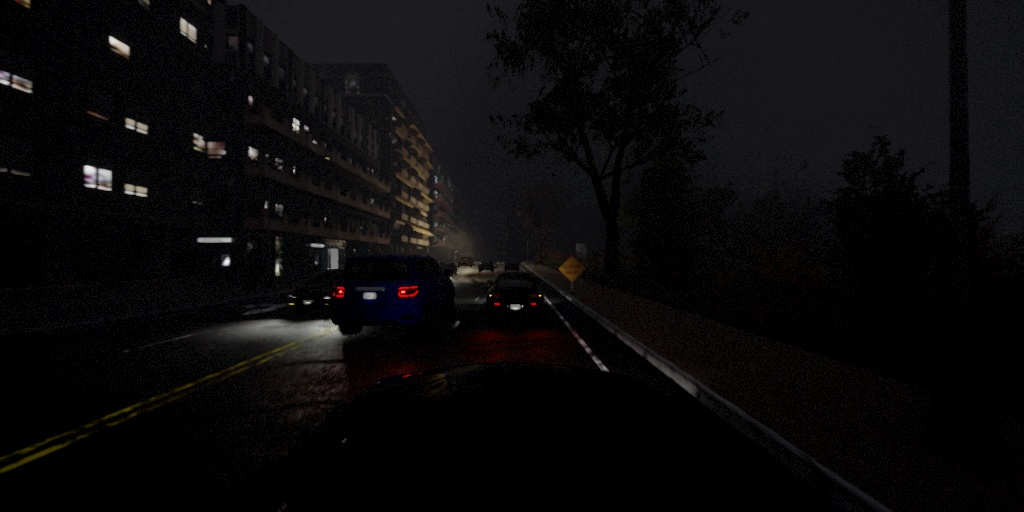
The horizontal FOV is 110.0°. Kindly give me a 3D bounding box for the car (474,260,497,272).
[{"bbox_3d":[-3.267,1.274,46.168,2.128,1.511,4.902,0,0,0],"label":"car"}]

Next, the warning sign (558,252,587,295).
[{"bbox_3d":[2.844,0.875,16.934,1.300,1.860,1.060,0,0,0],"label":"warning sign"}]

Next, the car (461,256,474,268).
[{"bbox_3d":[-6.519,0.757,51.211,2.097,1.767,4.553,0,0,0],"label":"car"}]

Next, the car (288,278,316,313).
[{"bbox_3d":[-6.605,1.263,14.029,1.837,1.490,4.892,0,0,0],"label":"car"}]

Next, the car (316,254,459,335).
[{"bbox_3d":[-3.152,0.977,10.628,2.150,2.045,5.566,0,0,0],"label":"car"}]

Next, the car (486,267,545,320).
[{"bbox_3d":[0.097,1.282,12.498,1.812,1.442,4.674,0,0,0],"label":"car"}]

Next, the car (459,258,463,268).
[{"bbox_3d":[-6.602,1.265,35.746,2.128,1.511,4.902,0,0,0],"label":"car"}]

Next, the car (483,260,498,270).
[{"bbox_3d":[-3.272,1.339,56.593,2.033,1.411,5.357,0,0,0],"label":"car"}]

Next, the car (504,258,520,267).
[{"bbox_3d":[-0.017,1.260,46.169,1.882,1.535,5.008,0,0,0],"label":"car"}]
